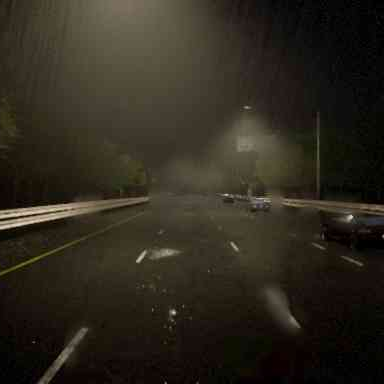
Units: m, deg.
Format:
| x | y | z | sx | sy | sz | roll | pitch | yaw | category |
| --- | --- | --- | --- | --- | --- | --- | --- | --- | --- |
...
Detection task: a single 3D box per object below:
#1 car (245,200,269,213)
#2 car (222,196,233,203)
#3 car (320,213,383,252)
| x | y | z | sx | sy | sz | roll | pitch | yaw | category |
| --- | --- | --- | --- | --- | --- | --- | --- | --- | --- |
| 7.042 | 1.539 | 36.365 | 2.033 | 1.411 | 5.357 | 0 | 0 | 0 | car |
| 7.154 | 1.524 | 66.682 | 1.994 | 1.385 | 4.181 | 0 | 0 | 0 | car |
| 6.999 | 1.569 | 13.931 | 1.994 | 1.385 | 4.181 | 0 | 0 | 0 | car |
